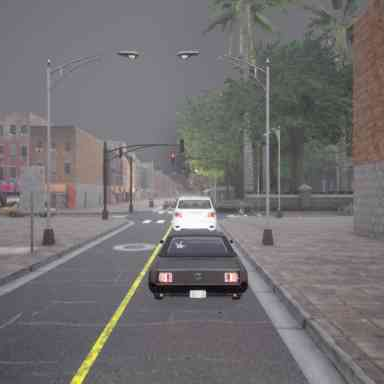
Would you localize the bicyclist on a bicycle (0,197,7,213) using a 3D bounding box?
[{"bbox_3d":[-20.087,1.372,35.359,0.582,1.620,1.656,0,0,0],"label":"bicyclist on a bicycle"}]

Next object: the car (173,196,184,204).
[{"bbox_3d":[-2.687,1.539,65.686,1.882,1.535,5.008,0,0,1],"label":"car"}]

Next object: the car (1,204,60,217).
[{"bbox_3d":[-14.394,1.571,29.710,4.829,1.417,1.752,0,0,0],"label":"car"}]

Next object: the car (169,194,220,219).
[{"bbox_3d":[0.134,1.230,18.136,2.150,2.045,5.566,0,0,0],"label":"car"}]

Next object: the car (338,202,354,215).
[{"bbox_3d":[16.859,1.466,32.437,4.902,1.511,2.128,0,0,0],"label":"car"}]

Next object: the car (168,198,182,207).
[{"bbox_3d":[-2.753,1.650,54.876,1.895,1.301,4.718,0,0,0],"label":"car"}]

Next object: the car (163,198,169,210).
[{"bbox_3d":[-2.777,1.563,44.588,1.812,1.442,4.674,0,0,0],"label":"car"}]

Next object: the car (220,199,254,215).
[{"bbox_3d":[3.748,1.517,33.461,4.892,1.490,1.837,0,1,16],"label":"car"}]

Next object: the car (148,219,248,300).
[{"bbox_3d":[0.114,1.603,8.371,1.895,1.301,4.718,0,0,0],"label":"car"}]
